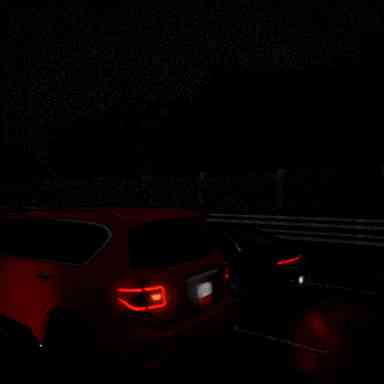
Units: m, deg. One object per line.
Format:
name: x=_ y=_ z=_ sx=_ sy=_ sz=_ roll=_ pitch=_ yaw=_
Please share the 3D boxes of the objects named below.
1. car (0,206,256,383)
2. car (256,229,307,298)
car: x=-2.030 y=1.251 z=5.440 sx=5.566 sy=2.045 sz=2.150 roll=0 pitch=0 yaw=35
car: x=0.238 y=1.533 z=8.121 sx=4.892 sy=1.490 sz=1.837 roll=0 pitch=0 yaw=35
